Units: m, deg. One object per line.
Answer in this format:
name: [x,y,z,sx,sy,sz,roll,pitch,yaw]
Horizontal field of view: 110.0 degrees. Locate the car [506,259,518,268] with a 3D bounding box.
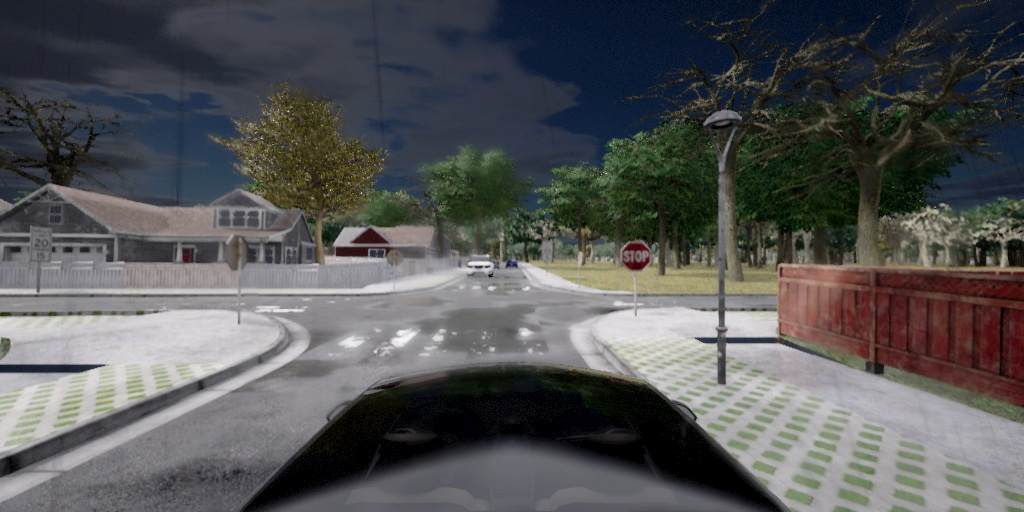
car: [-0.031,1.188,58.872,1.882,1.535,5.008,0,0,0]

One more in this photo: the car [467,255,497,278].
car: [-2.857,0.908,33.214,2.150,2.045,5.566,0,0,0]

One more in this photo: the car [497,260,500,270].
car: [-2.833,1.195,53.146,2.128,1.511,4.902,0,0,1]
